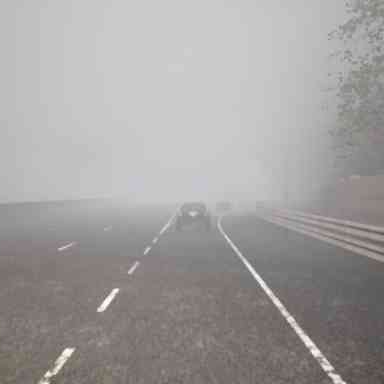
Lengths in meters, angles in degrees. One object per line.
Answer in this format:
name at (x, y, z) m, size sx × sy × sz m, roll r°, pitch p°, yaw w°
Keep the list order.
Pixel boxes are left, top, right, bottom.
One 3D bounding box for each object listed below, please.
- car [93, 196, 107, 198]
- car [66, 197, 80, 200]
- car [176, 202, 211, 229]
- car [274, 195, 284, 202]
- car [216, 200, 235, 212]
car at (-21.021, 1.838, 78.258) m, size 1.895 × 1.301 × 4.718 m, roll 0°, pitch 0°, yaw 0°
car at (-28.020, 1.783, 78.287) m, size 2.033 × 1.411 × 5.357 m, roll 0°, pitch 0°, yaw 0°
car at (0.176, 1.417, 22.181) m, size 2.097 × 1.767 × 4.553 m, roll 0°, pitch 0°, yaw 3°
car at (22.815, 2.101, 88.185) m, size 2.128 × 1.511 × 4.902 m, roll 0°, pitch 2°, yaw 20°
car at (4.680, 1.936, 46.430) m, size 1.837 × 1.490 × 4.892 m, roll -1°, pitch -2°, yaw 18°
